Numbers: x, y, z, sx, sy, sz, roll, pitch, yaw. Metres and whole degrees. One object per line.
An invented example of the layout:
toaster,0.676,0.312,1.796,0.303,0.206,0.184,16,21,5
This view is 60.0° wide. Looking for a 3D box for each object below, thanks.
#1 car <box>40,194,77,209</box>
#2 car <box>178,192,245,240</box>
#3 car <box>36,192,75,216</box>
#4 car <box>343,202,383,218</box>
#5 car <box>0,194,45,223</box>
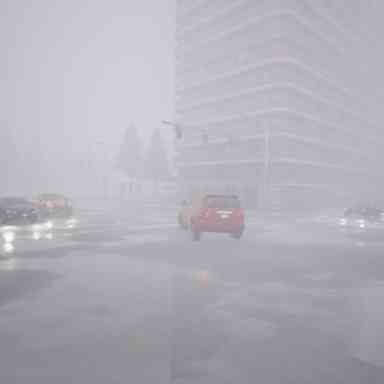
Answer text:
car,-13.608,0.933,33.810,1.994,1.385,4.181,0,1,-44
car,0.808,1.048,16.239,2.150,2.045,5.566,2,0,-11
car,-10.882,0.862,25.638,2.097,1.767,4.553,0,1,-44
car,15.095,1.542,29.297,4.718,1.301,1.895,0,1,-44
car,-11.333,1.058,21.031,1.837,1.490,4.892,0,1,-44
